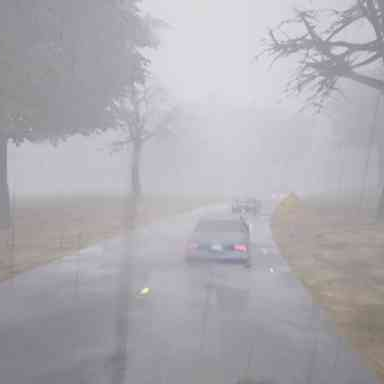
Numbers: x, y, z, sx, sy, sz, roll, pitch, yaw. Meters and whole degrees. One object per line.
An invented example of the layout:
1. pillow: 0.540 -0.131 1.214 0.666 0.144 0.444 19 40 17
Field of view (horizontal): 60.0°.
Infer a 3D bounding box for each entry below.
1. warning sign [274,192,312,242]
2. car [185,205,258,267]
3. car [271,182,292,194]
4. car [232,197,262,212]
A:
1. warning sign: 3.952 0.930 13.143 1.300 1.860 1.060 0 1 9
2. car: 0.996 1.402 10.870 2.033 1.411 5.357 0 1 9
3. car: 15.587 -0.737 57.593 2.150 2.045 5.566 0 3 34
4. car: 4.480 1.045 26.692 1.895 1.301 4.718 0 2 18
